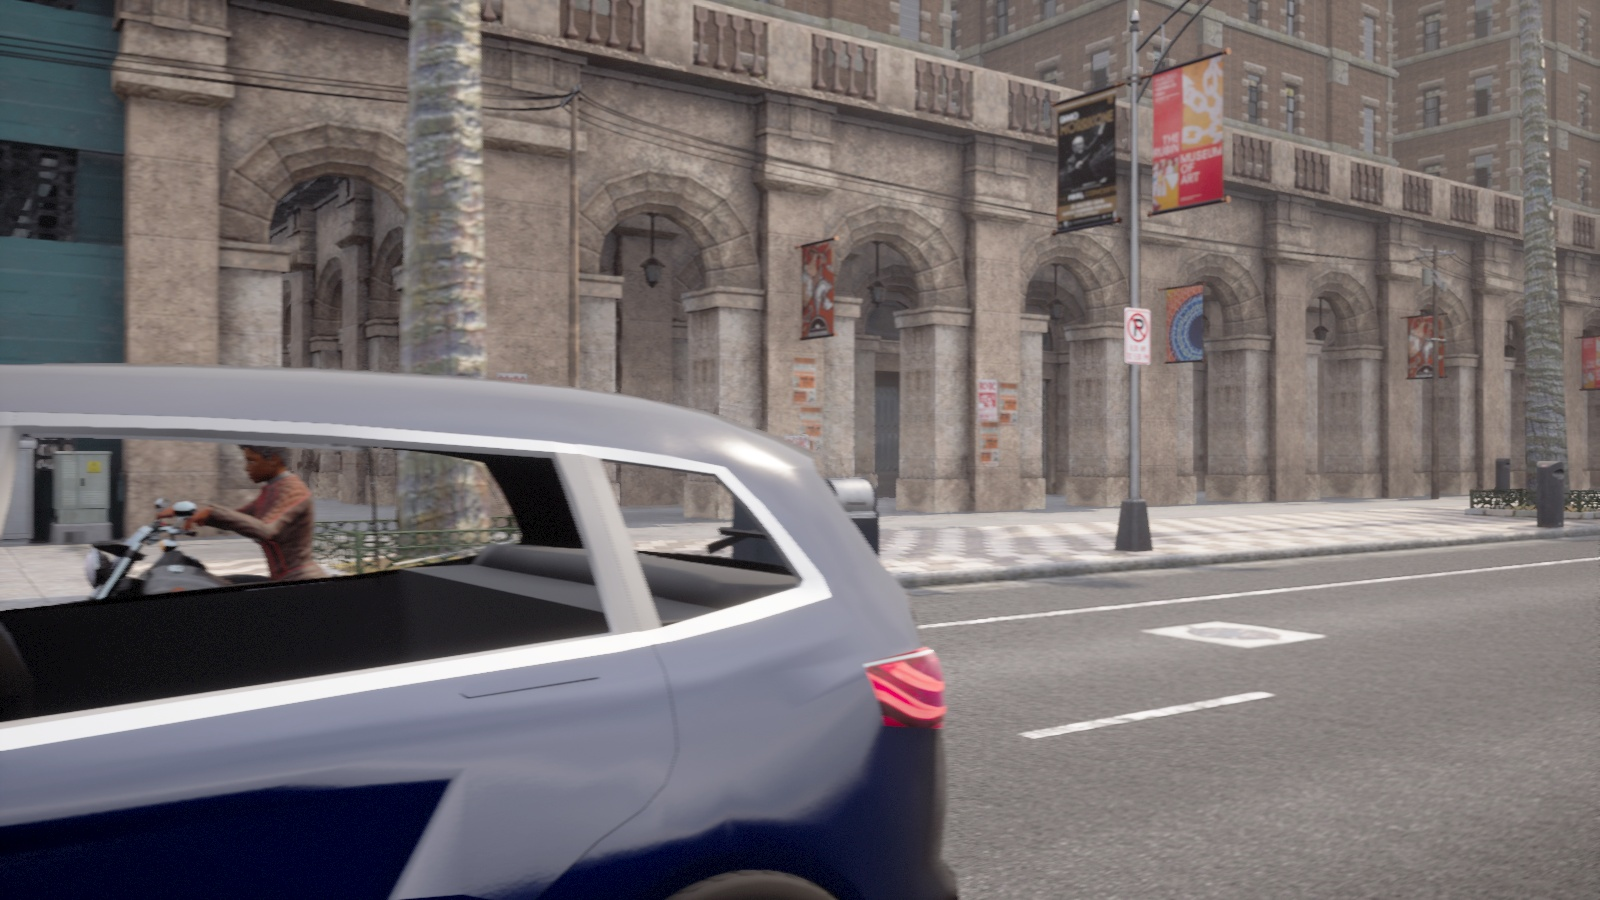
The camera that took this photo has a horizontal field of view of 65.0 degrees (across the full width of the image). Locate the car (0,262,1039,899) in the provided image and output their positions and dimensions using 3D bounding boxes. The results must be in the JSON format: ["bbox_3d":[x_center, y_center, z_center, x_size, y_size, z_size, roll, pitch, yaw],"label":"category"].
[{"bbox_3d":[-2.029,0.599,2.247,4.611,1.667,2.242,0,0,-35],"label":"car"}]
